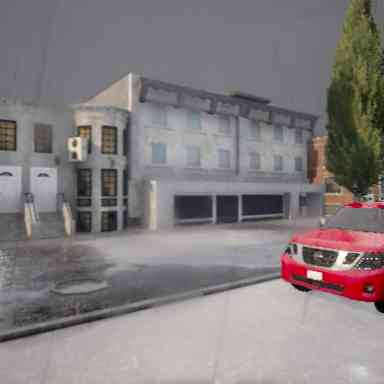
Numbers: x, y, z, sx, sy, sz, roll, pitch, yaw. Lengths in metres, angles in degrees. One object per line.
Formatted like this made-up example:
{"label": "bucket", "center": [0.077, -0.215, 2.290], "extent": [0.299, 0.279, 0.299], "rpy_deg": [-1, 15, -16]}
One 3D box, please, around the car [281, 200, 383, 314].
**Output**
{"label": "car", "center": [4.560, 1.224, 7.850], "extent": [5.566, 2.045, 2.150], "rpy_deg": [0, 0, -35]}
